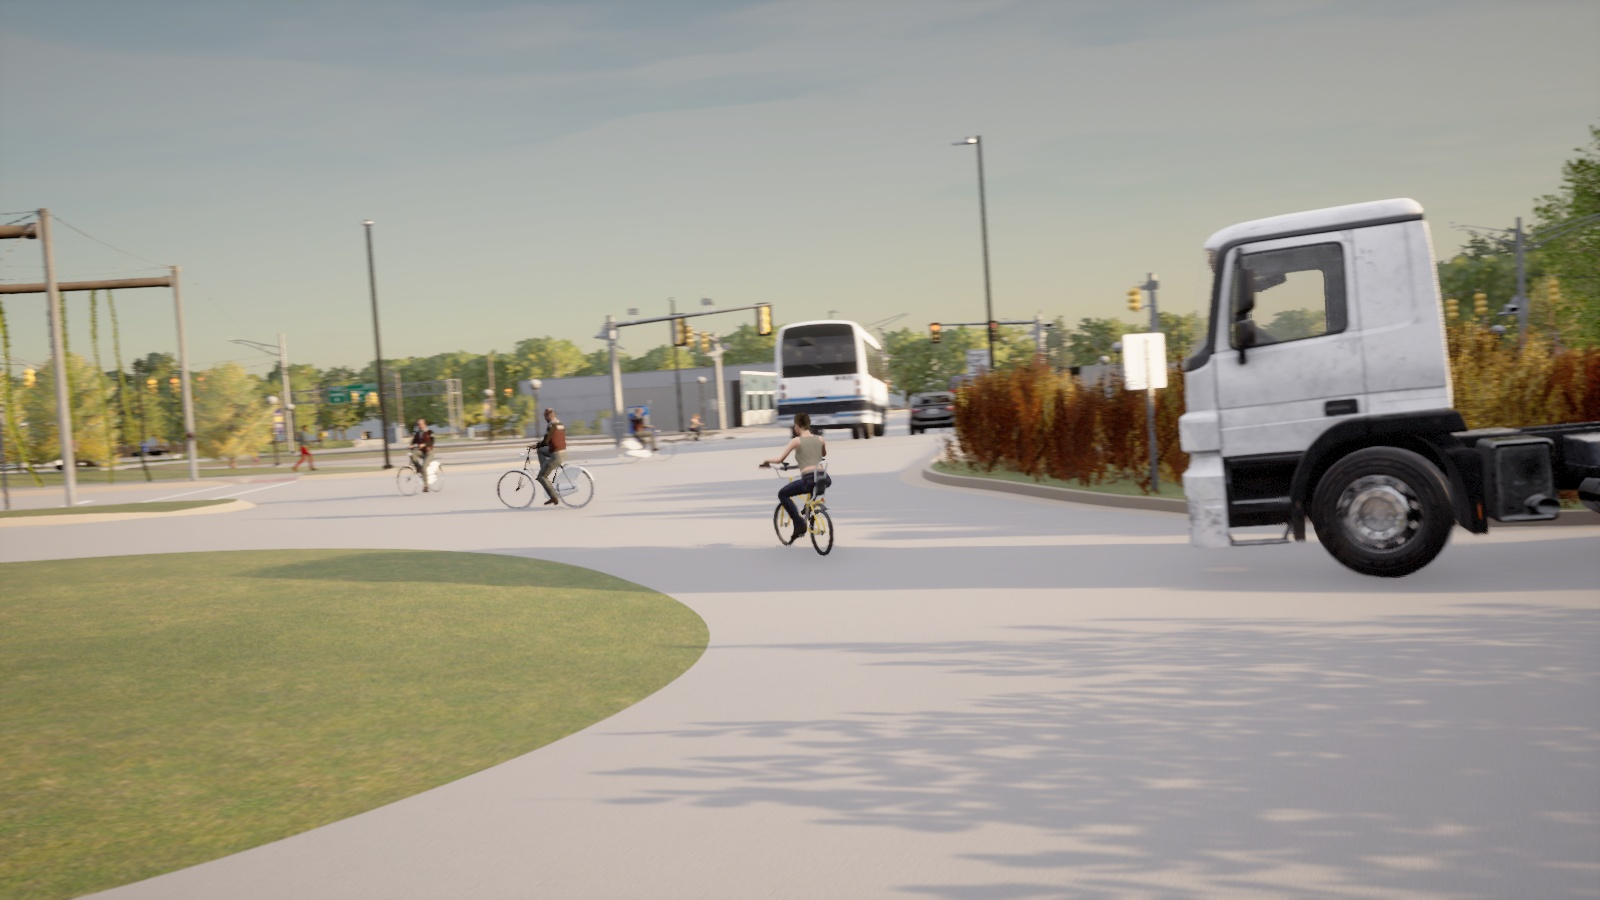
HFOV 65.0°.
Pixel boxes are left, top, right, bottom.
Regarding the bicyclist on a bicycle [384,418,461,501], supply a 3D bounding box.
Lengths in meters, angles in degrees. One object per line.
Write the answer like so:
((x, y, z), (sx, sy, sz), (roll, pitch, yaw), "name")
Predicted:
((-8.681, 0.198, 28.963), (0.659, 1.776, 1.843), (-3, 2, 17), "bicyclist on a bicycle")

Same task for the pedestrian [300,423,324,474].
((-18.146, -0.044, 46.705), (0.614, 1.847, 0.353), (-5, 3, -13), "pedestrian")

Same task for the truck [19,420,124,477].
((-49.405, -0.174, 85.453), (2.891, 3.462, 7.936), (-4, 2, -5), "truck")

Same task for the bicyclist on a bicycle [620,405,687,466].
((-4.609, -0.462, 39.558), (1.843, 1.776, 0.659), (-6, 2, -24), "bicyclist on a bicycle")

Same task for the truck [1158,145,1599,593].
((7.593, -0.849, 11.294), (7.936, 3.462, 2.891), (-5, 1, 20), "truck")

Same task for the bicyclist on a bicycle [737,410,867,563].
((-0.001, 0.370, 14.494), (0.866, 1.612, 1.509), (-4, 4, -26), "bicyclist on a bicycle")

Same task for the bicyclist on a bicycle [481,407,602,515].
((-4.476, 0.191, 21.788), (1.843, 1.776, 0.659), (-2, 3, 16), "bicyclist on a bicycle")

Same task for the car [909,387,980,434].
((5.924, -1.597, 50.990), (2.242, 1.667, 4.611), (-3, 1, 13), "car")

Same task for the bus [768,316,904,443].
((1.675, -2.511, 49.424), (3.944, 4.253, 10.273), (-3, 0, 9), "bus")
